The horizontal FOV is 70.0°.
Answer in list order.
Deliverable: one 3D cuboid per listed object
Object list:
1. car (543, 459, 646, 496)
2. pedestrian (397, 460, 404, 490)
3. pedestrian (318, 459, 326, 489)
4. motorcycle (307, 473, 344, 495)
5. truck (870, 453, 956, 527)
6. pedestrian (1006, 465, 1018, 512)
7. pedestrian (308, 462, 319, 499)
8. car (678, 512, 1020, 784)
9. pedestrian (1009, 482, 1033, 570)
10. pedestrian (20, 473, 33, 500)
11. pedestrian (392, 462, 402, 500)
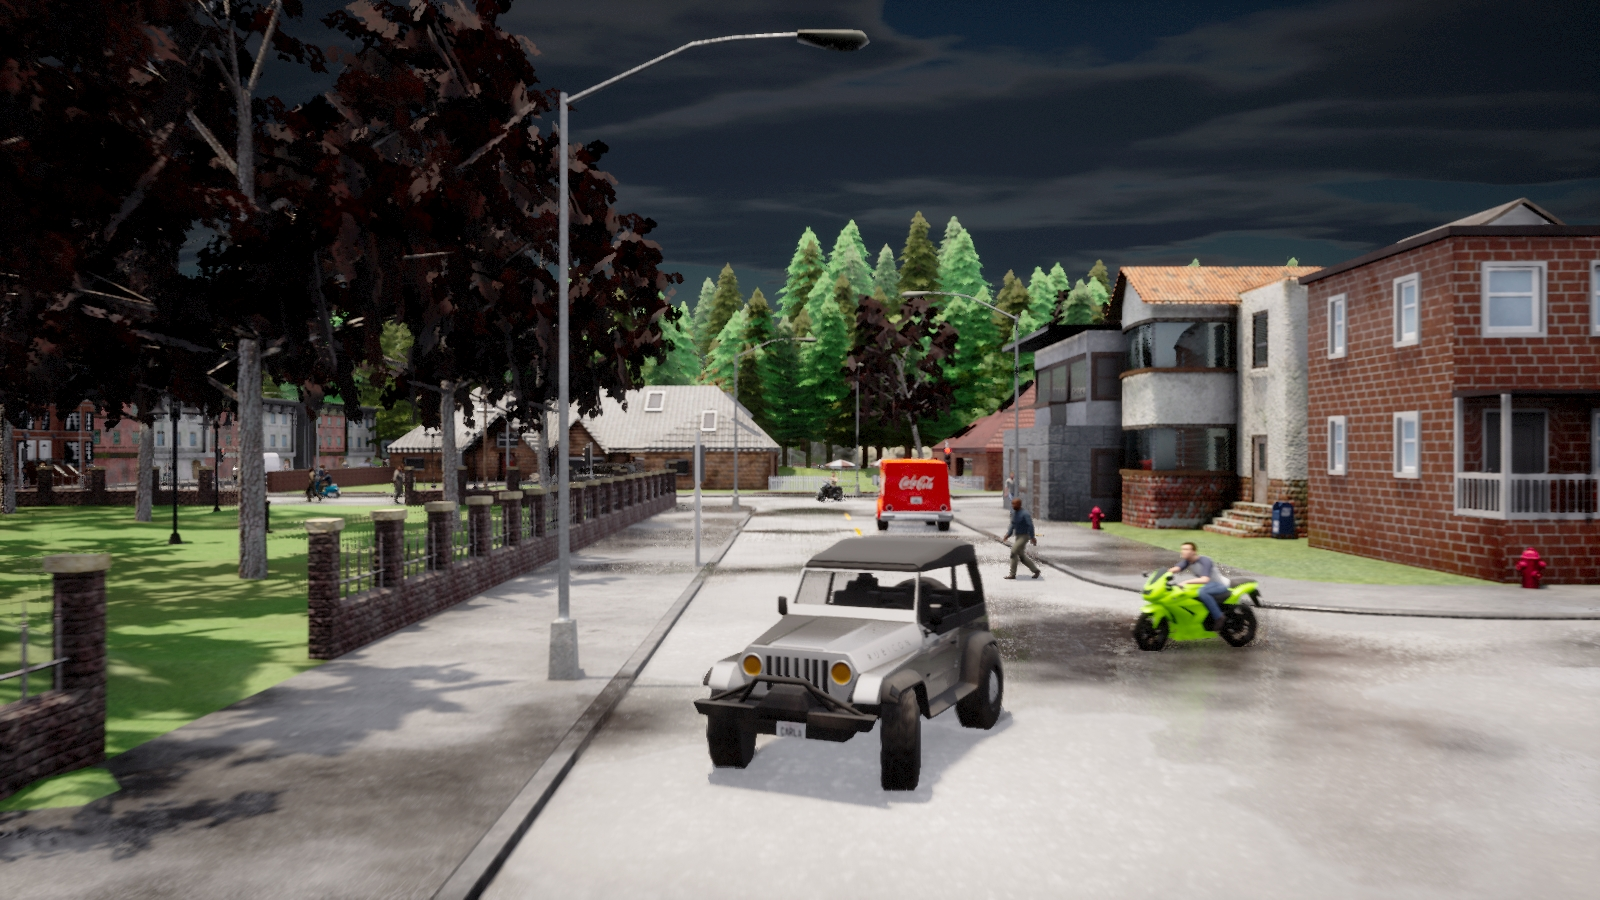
[{"bbox_3d":[-11.832,1.565,66.109,5.566,2.045,2.150,0,0,0],"label":"car"},{"bbox_3d":[-24.485,1.532,70.051,0.375,1.860,0.375,0,0,-9],"label":"pedestrian"},{"bbox_3d":[-29.982,1.526,71.607,0.375,1.860,0.375,0,0,-9],"label":"pedestrian"},{"bbox_3d":[-27.453,1.970,66.111,1.805,1.236,0.856,0,0,0],"label":"motorcycle"},{"bbox_3d":[3.973,1.358,41.116,2.627,2.467,5.204,0,0,1],"label":"truck"},{"bbox_3d":[8.398,1.523,45.235,0.375,1.860,0.375,0,0,-6],"label":"pedestrian"},{"bbox_3d":[-24.710,1.530,58.024,0.375,1.860,0.375,0,0,-1],"label":"pedestrian"},{"bbox_3d":[0.668,1.639,10.954,1.905,1.878,3.866,0,0,25],"label":"car"},{"bbox_3d":[4.751,1.632,24.565,0.375,1.860,0.375,0,0,-16],"label":"pedestrian"},{"bbox_3d":[-38.496,1.812,56.855,0.375,1.300,0.375,0,0,-2],"label":"pedestrian"},{"bbox_3d":[-20.055,1.532,56.805,0.375,1.860,0.375,0,0,-2],"label":"pedestrian"}]
